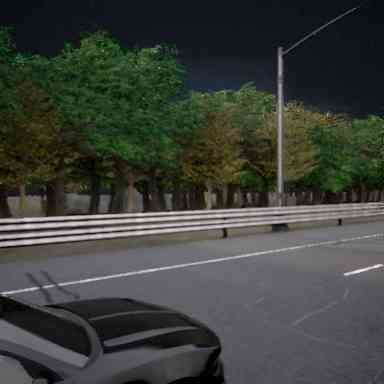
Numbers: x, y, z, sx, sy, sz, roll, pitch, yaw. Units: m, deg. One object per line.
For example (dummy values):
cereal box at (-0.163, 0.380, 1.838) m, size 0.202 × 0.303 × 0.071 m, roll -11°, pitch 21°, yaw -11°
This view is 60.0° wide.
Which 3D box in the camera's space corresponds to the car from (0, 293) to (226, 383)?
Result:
car at (-1.982, 1.478, 2.334) m, size 5.008 × 1.535 × 1.882 m, roll 0°, pitch 0°, yaw -35°
